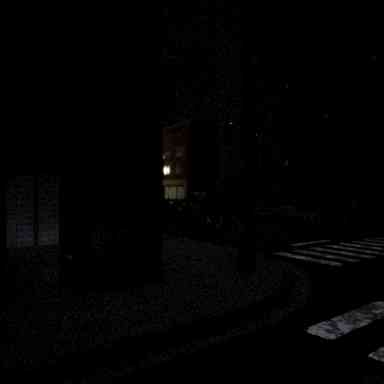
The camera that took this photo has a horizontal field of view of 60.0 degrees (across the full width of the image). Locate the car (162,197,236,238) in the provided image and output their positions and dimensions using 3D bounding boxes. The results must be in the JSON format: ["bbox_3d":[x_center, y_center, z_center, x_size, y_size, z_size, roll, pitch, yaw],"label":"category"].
[{"bbox_3d":[-0.284,1.284,17.912,2.192,1.841,5.009,0,0,-35],"label":"car"}]

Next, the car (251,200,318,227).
[{"bbox_3d":[6.162,1.529,22.694,1.752,1.417,4.829,0,0,-35],"label":"car"}]

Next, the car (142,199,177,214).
[{"bbox_3d":[-3.611,1.529,36.441,1.887,1.381,4.507,0,0,-35],"label":"car"}]

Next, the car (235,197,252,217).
[{"bbox_3d":[2.971,1.312,27.184,2.192,1.841,5.009,0,0,-35],"label":"car"}]
